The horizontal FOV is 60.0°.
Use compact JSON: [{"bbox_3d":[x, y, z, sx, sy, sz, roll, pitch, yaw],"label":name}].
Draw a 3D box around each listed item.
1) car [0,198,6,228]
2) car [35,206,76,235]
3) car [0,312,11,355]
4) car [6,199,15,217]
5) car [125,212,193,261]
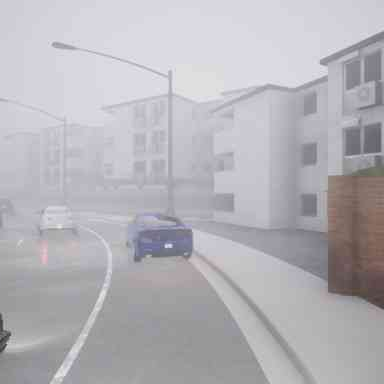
[{"bbox_3d":[-13.690,1.352,21.554,2.097,1.767,4.553,0,0,-36],"label":"car"},{"bbox_3d":[-7.769,1.525,18.859,1.812,1.442,4.674,0,0,-27],"label":"car"},{"bbox_3d":[-3.219,1.547,1.737,2.033,1.411,5.357,0,0,0],"label":"car"},{"bbox_3d":[-18.161,1.352,30.583,4.553,1.767,2.097,0,0,40],"label":"car"},{"bbox_3d":[-1.384,1.477,12.422,1.882,1.535,5.008,0,0,-16],"label":"car"}]
